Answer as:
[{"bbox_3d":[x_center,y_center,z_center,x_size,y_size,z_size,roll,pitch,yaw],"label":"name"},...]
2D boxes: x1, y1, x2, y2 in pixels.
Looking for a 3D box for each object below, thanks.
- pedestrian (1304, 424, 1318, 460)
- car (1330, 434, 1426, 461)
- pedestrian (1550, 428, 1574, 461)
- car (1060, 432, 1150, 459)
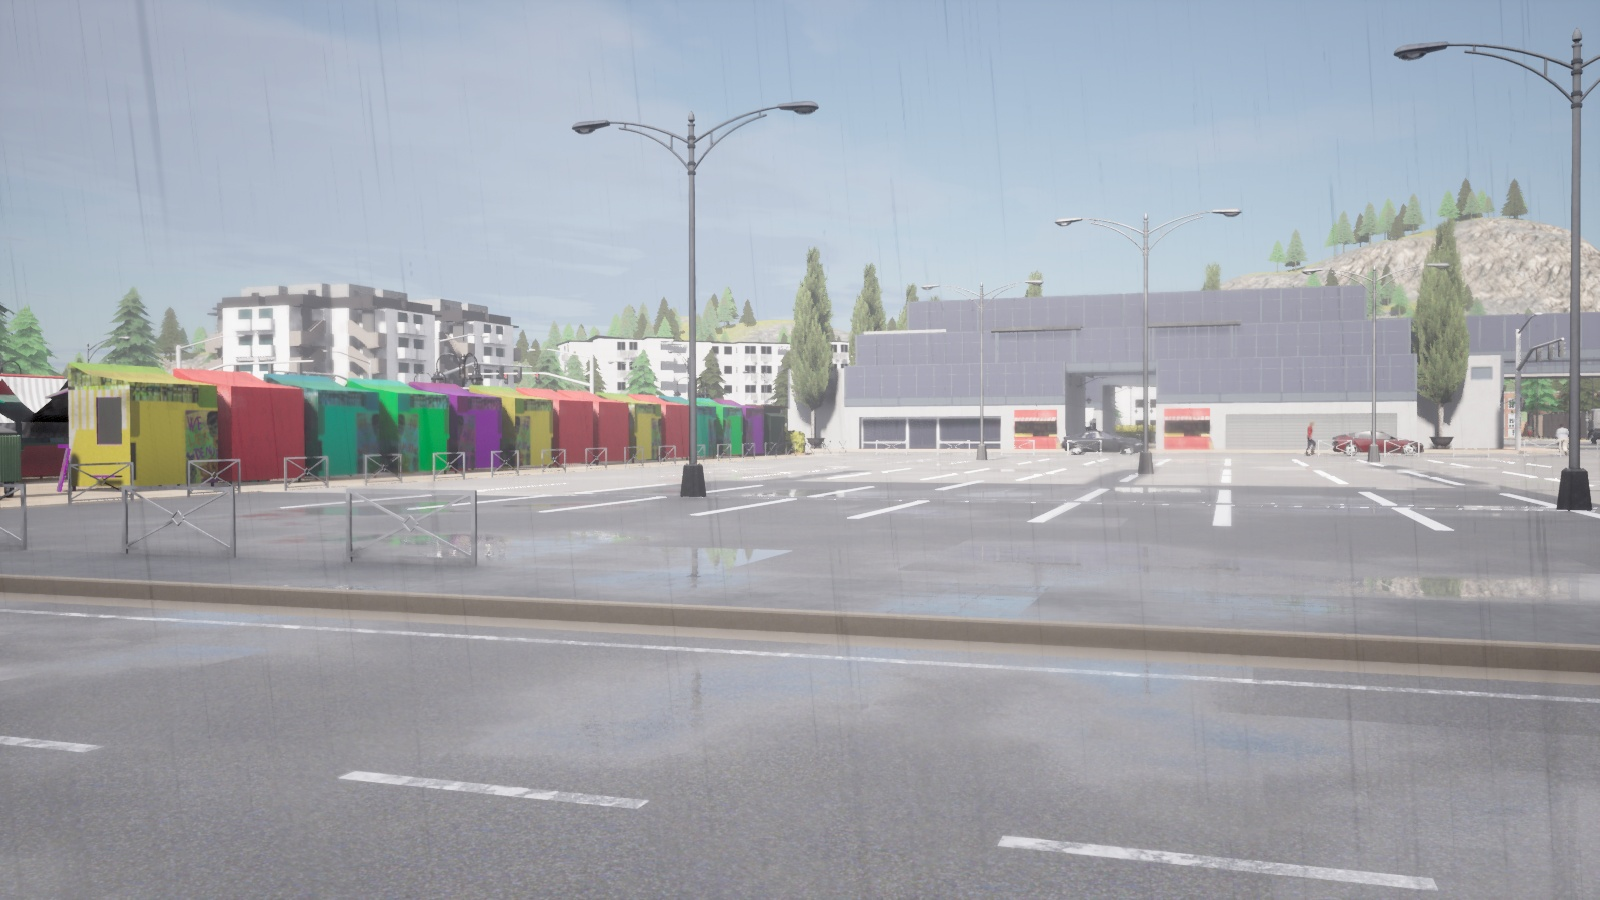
[{"bbox_3d":[26.569,-0.405,65.252,0.636,1.846,0.331,1,1,19],"label":"pedestrian"},{"bbox_3d":[32.991,-0.145,71.838,4.792,1.488,2.163,1,1,20],"label":"car"},{"bbox_3d":[43.035,-0.314,70.951,0.874,1.855,0.900,0,1,12],"label":"pedestrian"},{"bbox_3d":[17.903,-0.275,73.713,4.902,1.511,2.128,1,1,20],"label":"car"}]
